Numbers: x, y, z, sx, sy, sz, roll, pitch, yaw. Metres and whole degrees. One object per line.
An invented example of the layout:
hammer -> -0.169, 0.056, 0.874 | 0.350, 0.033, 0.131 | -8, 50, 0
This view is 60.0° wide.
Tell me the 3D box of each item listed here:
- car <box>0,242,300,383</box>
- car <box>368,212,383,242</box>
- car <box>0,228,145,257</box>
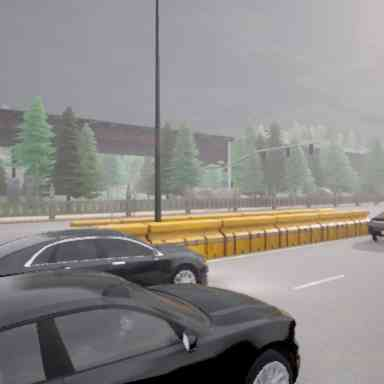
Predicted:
car -> -1.111, 1.477, 2.953 | 5.008, 1.535, 1.882 | 0, 0, -36
car -> 9.951, 1.480, 15.145 | 4.902, 1.511, 2.128 | 0, 0, -36
car -> -1.876, 1.502, 6.707 | 4.892, 1.490, 1.837 | 0, 0, -36
